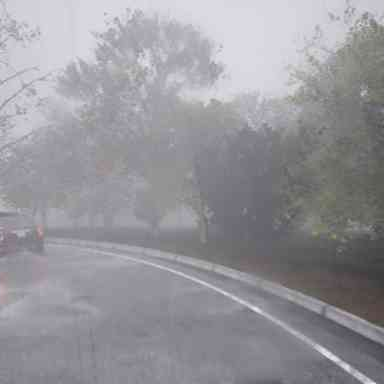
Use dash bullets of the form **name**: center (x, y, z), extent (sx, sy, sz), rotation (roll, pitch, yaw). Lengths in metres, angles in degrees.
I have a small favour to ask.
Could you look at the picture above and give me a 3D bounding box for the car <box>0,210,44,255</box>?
- **car**: center (-8.041, 1.596, 13.274), extent (4.553, 1.767, 2.097), rotation (-1, 0, 32)
